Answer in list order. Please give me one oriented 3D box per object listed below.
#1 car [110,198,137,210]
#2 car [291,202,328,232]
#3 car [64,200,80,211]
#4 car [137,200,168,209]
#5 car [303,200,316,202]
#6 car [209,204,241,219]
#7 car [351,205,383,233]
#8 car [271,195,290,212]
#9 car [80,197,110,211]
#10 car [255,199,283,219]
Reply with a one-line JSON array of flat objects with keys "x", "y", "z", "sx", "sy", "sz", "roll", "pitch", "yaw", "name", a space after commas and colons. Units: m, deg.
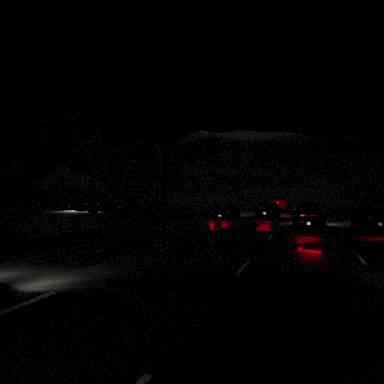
[{"x": -7.778, "y": 1.629, "z": 41.461, "sx": 1.837, "sy": 1.490, "sz": 4.892, "roll": 0, "pitch": -1, "yaw": 20, "name": "car"}, {"x": 7.316, "y": 1.553, "z": 20.765, "sx": 1.837, "sy": 1.490, "sz": 4.892, "roll": 0, "pitch": -1, "yaw": 19, "name": "car"}, {"x": -14.597, "y": 1.676, "z": 43.203, "sx": 1.994, "sy": 1.385, "sz": 4.181, "roll": 0, "pitch": 0, "yaw": 20, "name": "car"}, {"x": -4.427, "y": 1.691, "z": 40.440, "sx": 1.994, "sy": 1.385, "sz": 4.181, "roll": 0, "pitch": 0, "yaw": 20, "name": "car"}, {"x": 12.723, "y": 1.643, "z": 36.098, "sx": 2.128, "sy": 1.511, "sz": 4.902, "roll": 0, "pitch": 0, "yaw": 19, "name": "car"}, {"x": 3.060, "y": 1.690, "z": 29.742, "sx": 1.895, "sy": 1.301, "sz": 4.718, "roll": 0, "pitch": 0, "yaw": 19, "name": "car"}, {"x": 10.649, "y": 1.533, "z": 19.690, "sx": 1.882, "sy": 1.535, "sz": 5.008, "roll": 0, "pitch": 0, "yaw": 19, "name": "car"}, {"x": 10.987, "y": 1.400, "z": 41.696, "sx": 2.150, "sy": 2.045, "sz": 5.566, "roll": 0, "pitch": 0, "yaw": 19, "name": "car"}, {"x": -11.397, "y": 1.464, "z": 41.758, "sx": 2.097, "sy": 1.767, "sz": 4.553, "roll": 0, "pitch": 0, "yaw": 20, "name": "car"}, {"x": 6.861, "y": 1.600, "z": 29.996, "sx": 1.837, "sy": 1.490, "sz": 4.892, "roll": 0, "pitch": -2, "yaw": 19, "name": "car"}]
